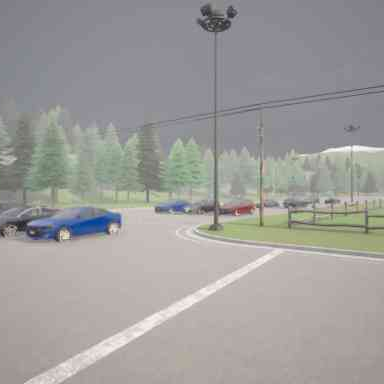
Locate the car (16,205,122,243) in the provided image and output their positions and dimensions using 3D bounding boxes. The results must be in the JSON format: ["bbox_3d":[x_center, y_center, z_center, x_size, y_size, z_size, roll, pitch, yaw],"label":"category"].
[{"bbox_3d":[-5.620,1.474,16.460,1.882,1.535,5.008,0,0,30],"label":"car"}]

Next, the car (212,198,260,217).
[{"bbox_3d":[4.233,1.474,31.501,1.882,1.535,5.008,0,0,36],"label":"car"}]

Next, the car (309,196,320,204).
[{"bbox_3d":[22.499,1.491,62.036,2.128,1.511,4.902,0,0,36],"label":"car"}]

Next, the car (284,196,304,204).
[{"bbox_3d":[19.720,1.541,64.163,2.033,1.411,5.357,0,0,36],"label":"car"}]

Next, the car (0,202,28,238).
[{"bbox_3d":[-8.852,1.486,17.858,2.128,1.511,4.902,0,0,30],"label":"car"}]

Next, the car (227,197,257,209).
[{"bbox_3d":[7.216,1.540,47.362,2.033,1.411,5.357,0,0,36],"label":"car"}]

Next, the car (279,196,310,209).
[{"bbox_3d":[13.803,1.597,44.498,1.895,1.301,4.718,0,0,36],"label":"car"}]

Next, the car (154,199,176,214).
[{"bbox_3d":[-1.855,1.472,35.025,1.882,1.535,5.008,0,0,36],"label":"car"}]

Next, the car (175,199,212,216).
[{"bbox_3d":[0.963,1.487,32.948,2.128,1.511,4.902,0,0,36],"label":"car"}]

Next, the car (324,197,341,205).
[{"bbox_3d":[25.380,1.597,60.042,1.895,1.301,4.718,0,0,36],"label":"car"}]

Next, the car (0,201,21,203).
[{"bbox_3d":[-11.743,1.346,19.820,2.097,1.767,4.553,0,0,30],"label":"car"}]

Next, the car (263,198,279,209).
[{"bbox_3d":[10.486,1.559,45.892,1.994,1.385,4.181,0,0,36],"label":"car"}]
